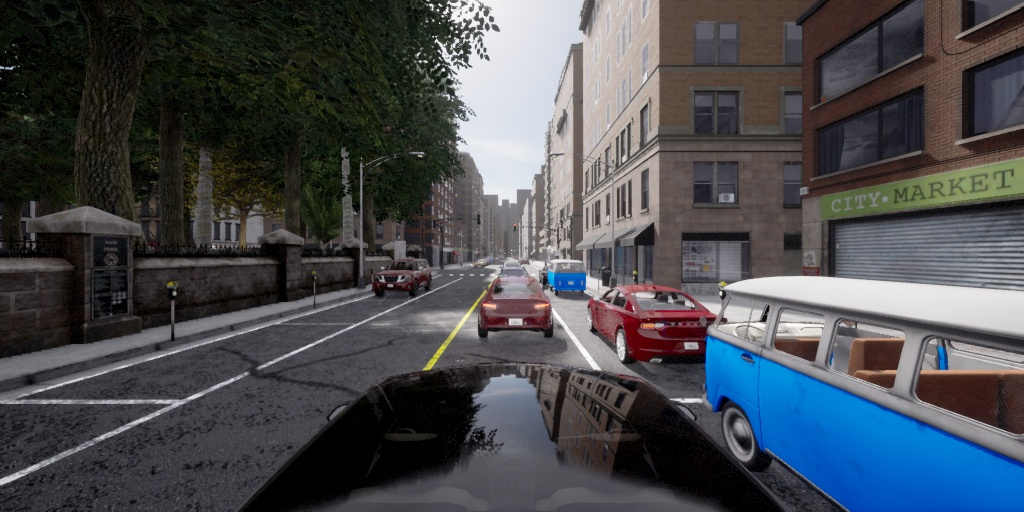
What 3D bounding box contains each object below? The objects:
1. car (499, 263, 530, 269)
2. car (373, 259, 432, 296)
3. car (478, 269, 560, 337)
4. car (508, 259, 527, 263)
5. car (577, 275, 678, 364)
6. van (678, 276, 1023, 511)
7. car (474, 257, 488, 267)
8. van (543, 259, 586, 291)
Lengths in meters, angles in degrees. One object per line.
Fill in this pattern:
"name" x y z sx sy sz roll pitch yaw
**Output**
"car" 0.098 1.292 19.716 2.033 1.411 5.357 0 0 1
"car" -5.667 1.060 19.218 2.192 1.841 5.009 0 0 0
"car" 0.096 1.275 10.138 1.812 1.442 4.674 0 0 0
"car" 0.006 1.243 29.461 1.837 1.490 4.892 0 0 0
"car" 2.857 1.294 7.936 1.888 1.381 4.507 0 0 0
"van" 2.857 1.091 2.275 1.690 1.789 3.998 0 0 0
"car" -5.663 1.230 62.737 1.751 1.417 4.829 0 0 0
"van" 2.858 1.086 19.258 1.690 1.789 3.998 0 0 0
